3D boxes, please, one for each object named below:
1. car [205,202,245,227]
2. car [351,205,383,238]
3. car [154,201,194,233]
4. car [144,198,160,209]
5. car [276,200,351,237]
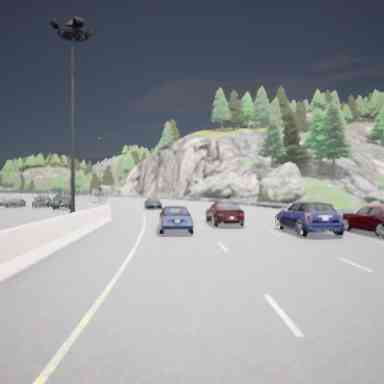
[{"bbox_3d":[2.115,1.400,22.357,1.882,1.535,5.008,0,0,-7],"label":"car"},{"bbox_3d":[9.697,1.408,17.212,1.882,1.535,5.008,0,0,-5],"label":"car"},{"bbox_3d":[-0.995,1.484,19.084,2.033,1.411,5.357,0,0,-6],"label":"car"},{"bbox_3d":[-5.001,1.429,42.192,1.994,1.385,4.181,0,0,-13],"label":"car"},{"bbox_3d":[6.121,1.285,17.819,2.097,1.767,4.553,0,0,-5],"label":"car"}]
